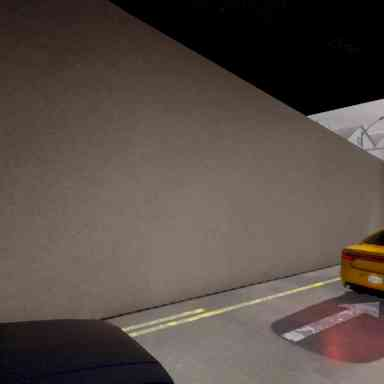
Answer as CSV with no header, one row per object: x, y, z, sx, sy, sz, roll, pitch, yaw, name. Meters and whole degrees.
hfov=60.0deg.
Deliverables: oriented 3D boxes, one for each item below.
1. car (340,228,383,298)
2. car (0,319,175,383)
5.431,1.478,7.636,5.008,1.535,1.882,0,0,-35,car
-2.664,1.547,1.884,5.357,1.411,2.033,0,0,-35,car
